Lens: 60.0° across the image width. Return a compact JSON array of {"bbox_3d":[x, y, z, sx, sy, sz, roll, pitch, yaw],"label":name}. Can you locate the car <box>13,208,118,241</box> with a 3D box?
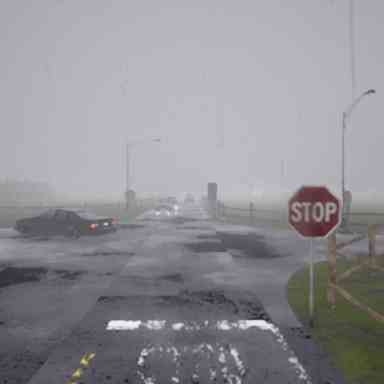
[{"bbox_3d":[-6.197,1.473,16.229,5.357,1.411,2.033,1,0,26],"label":"car"}]

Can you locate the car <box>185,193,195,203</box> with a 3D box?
[{"bbox_3d":[-0.400,1.331,61.831,2.033,1.411,5.357,0,0,0],"label":"car"}]

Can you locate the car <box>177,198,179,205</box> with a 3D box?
[{"bbox_3d":[-3.167,1.323,52.513,1.837,1.490,4.892,0,0,0],"label":"car"}]

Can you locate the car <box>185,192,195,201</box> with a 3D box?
[{"bbox_3d":[-0.468,0.933,72.218,2.097,1.767,4.553,0,0,0],"label":"car"}]

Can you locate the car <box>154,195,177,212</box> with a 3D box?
[{"bbox_3d":[-3.086,1.417,37.446,2.033,1.411,5.357,0,0,0],"label":"car"}]
